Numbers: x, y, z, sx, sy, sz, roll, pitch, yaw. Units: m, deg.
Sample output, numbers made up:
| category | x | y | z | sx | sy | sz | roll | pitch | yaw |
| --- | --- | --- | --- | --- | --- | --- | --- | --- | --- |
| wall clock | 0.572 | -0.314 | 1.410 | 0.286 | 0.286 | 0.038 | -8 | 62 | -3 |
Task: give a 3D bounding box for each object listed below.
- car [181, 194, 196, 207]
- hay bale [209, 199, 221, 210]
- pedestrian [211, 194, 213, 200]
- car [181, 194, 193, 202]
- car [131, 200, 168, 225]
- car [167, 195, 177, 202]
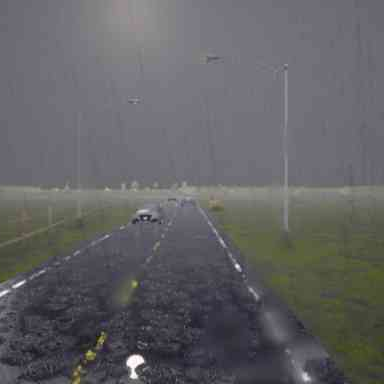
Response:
| category | x | y | z | sx | sy | sz | roll | pitch | yaw |
| --- | --- | --- | --- | --- | --- | --- | --- | --- | --- |
| car | -0.572 | 1.143 | 48.356 | 2.097 | 1.767 | 4.553 | 0 | 0 | -1 |
| hay bale | 2.731 | 1.488 | 39.628 | 1.220 | 1.180 | 1.240 | 0 | 1 | -1 |
| pedestrian | 2.403 | 1.121 | 40.791 | 0.375 | 1.860 | 0.375 | 0 | 1 | 1 |
| car | -1.048 | 1.196 | 65.288 | 2.128 | 1.511 | 4.902 | 0 | 0 | -2 |
| car | -2.999 | 1.472 | 23.290 | 1.994 | 1.385 | 4.181 | 0 | 0 | -1 |
| car | -3.806 | 1.311 | 64.867 | 1.895 | 1.301 | 4.718 | 0 | 0 | -1 |
